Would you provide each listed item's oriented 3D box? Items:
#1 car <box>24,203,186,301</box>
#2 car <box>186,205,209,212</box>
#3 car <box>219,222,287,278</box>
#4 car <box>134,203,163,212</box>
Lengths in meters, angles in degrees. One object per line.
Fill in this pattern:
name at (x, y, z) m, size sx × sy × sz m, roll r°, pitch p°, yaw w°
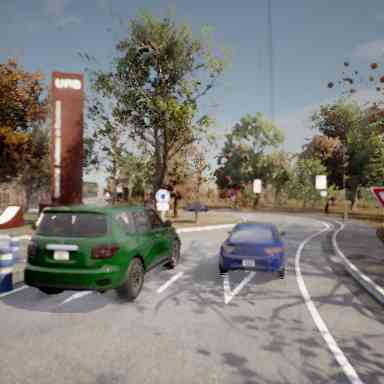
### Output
car at (-1.919, 1.341, 8.931) m, size 2.150 × 2.045 × 5.566 m, roll 0°, pitch -1°, yaw 12°
car at (0.669, 2.526, 54.083) m, size 4.181 × 1.385 × 1.994 m, roll -1°, pitch -1°, yaw 33°
car at (2.022, 1.684, 10.698) m, size 1.812 × 1.442 × 4.674 m, roll 0°, pitch -1°, yaw 14°
car at (-7.039, 2.505, 53.936) m, size 4.181 × 1.385 × 1.994 m, roll 0°, pitch -1°, yaw 12°
